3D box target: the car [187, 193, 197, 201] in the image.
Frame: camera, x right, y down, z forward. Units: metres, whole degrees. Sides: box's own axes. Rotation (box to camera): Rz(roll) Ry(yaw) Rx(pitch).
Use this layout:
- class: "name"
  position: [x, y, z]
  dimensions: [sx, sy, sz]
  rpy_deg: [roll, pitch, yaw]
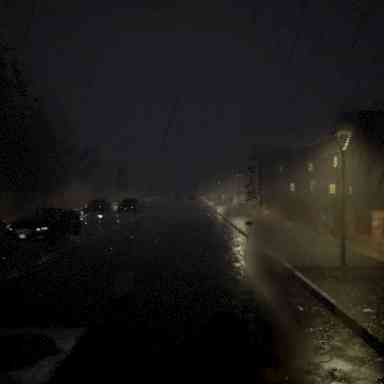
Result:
- class: "car"
  position: [0.068, 1.063, 74.137]
  dimensions: [2.097, 1.767, 4.553]
  rpy_deg: [0, 0, 0]

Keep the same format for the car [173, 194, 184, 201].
- class: "car"
  position: [-3.180, 1.258, 75.044]
  dimensions: [2.128, 1.511, 4.902]
  rpy_deg: [0, 0, 0]

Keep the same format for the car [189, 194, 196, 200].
- class: "car"
  position: [0.075, 1.238, 84.343]
  dimensions: [1.837, 1.490, 4.892]
  rpy_deg: [0, 0, 0]

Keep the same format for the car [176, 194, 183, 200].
- class: "car"
  position: [-3.174, 1.212, 85.175]
  dimensions: [1.837, 1.490, 4.892]
  rpy_deg: [0, 0, 0]

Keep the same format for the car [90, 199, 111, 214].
- class: "car"
  position: [-9.735, 1.430, 34.674]
  dimensions: [1.812, 1.442, 4.674]
  rpy_deg: [0, 0, 0]

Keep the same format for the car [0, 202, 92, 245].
- class: "car"
  position: [-6.555, 1.445, 15.311]
  dimensions: [2.128, 1.511, 4.902]
  rpy_deg: [0, 0, 0]

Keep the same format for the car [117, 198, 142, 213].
- class: "car"
  position: [-6.482, 1.417, 34.919]
  dimensions: [1.837, 1.490, 4.892]
  rpy_deg: [0, 0, 0]
